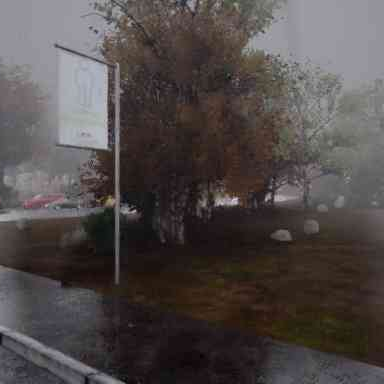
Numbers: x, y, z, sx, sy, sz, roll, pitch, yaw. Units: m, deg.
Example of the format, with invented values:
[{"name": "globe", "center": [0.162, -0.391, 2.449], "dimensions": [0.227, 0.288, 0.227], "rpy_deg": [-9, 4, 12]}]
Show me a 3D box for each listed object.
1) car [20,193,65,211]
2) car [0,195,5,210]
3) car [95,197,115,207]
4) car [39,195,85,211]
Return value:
[{"name": "car", "center": [-18.621, 1.211, 42.159], "dimensions": [2.150, 2.045, 5.566], "rpy_deg": [0, 0, 38]}, {"name": "car", "center": [-21.618, 1.221, 32.802], "dimensions": [2.150, 2.045, 5.566], "rpy_deg": [0, 0, 39]}, {"name": "car", "center": [-12.321, 1.434, 50.203], "dimensions": [1.882, 1.535, 5.008], "rpy_deg": [0, 0, 38]}, {"name": "car", "center": [-15.435, 1.480, 40.550], "dimensions": [2.128, 1.511, 4.902], "rpy_deg": [0, 0, 38]}]
